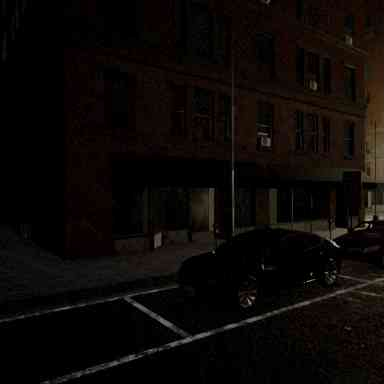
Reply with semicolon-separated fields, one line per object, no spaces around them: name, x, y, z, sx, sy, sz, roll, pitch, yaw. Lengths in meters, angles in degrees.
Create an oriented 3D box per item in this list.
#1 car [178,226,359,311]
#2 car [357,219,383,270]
car;1.731;1.566;7.754;4.313;1.339;1.947;0;0;-35
car;6.217;1.582;10.938;4.206;1.307;1.802;0;0;-35
